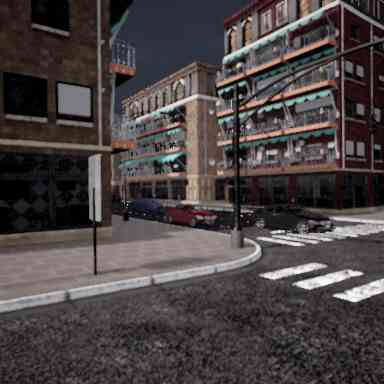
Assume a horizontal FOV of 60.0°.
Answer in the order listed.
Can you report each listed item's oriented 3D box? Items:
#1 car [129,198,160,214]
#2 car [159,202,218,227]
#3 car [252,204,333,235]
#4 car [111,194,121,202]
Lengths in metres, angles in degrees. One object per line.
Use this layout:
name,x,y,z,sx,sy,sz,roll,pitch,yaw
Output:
car,-4.111,1.262,31.537,2.033,1.411,5.357,-1,1,-35
car,-0.108,1.426,21.269,1.802,1.307,4.206,0,1,-35
car,5.328,1.403,18.248,1.812,1.442,4.674,-1,1,-35
car,-13.038,1.009,53.949,1.947,1.339,4.313,0,1,-35
